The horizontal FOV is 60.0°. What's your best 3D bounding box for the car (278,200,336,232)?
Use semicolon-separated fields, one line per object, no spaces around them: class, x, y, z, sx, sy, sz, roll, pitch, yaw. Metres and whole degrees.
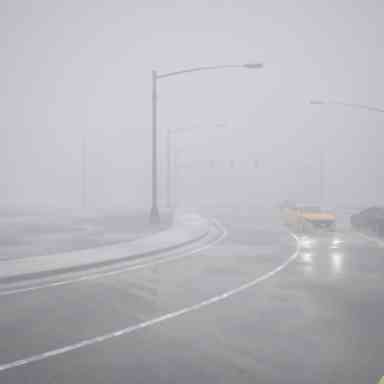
car;6.934;1.463;20.047;1.882;1.535;5.008;0;0;0

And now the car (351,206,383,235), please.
car;10.614;1.510;18.618;1.812;1.442;4.674;0;0;4
